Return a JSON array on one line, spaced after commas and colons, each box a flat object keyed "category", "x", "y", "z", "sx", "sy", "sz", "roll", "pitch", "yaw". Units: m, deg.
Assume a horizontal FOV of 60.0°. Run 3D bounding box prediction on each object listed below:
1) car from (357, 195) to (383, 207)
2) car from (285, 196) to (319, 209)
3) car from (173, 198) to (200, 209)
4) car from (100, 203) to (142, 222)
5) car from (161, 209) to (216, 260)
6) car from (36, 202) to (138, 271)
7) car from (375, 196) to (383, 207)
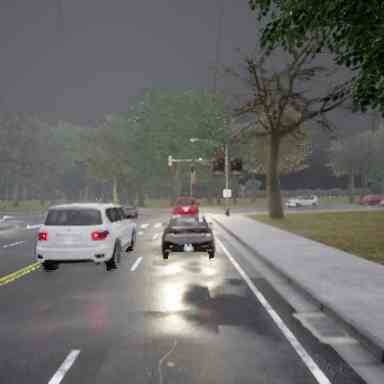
[{"category": "car", "x": 32.298, "y": 1.520, "z": 59.698, "sx": 5.566, "sy": 2.045, "sz": 2.150, "roll": 0, "pitch": -1, "yaw": -24}, {"category": "car", "x": 17.641, "y": 1.590, "z": 53.255, "sx": 5.566, "sy": 2.045, "sz": 2.150, "roll": 0, "pitch": -1, "yaw": -23}, {"category": "car", "x": -0.485, "y": 1.518, "z": 29.057, "sx": 2.150, "sy": 2.045, "sz": 5.566, "roll": -1, "pitch": 0, "yaw": 0}, {"category": "car", "x": -6.694, "y": 1.852, "z": 30.819, "sx": 2.128, "sy": 1.511, "sz": 4.902, "roll": 1, "pitch": -1, "yaw": -34}, {"category": "car", "x": -0.164, "y": 1.628, "z": 13.034, "sx": 2.128, "sy": 1.511, "sz": 4.902, "roll": 0, "pitch": -1, "yaw": -1}, {"category": "car", "x": -3.385, "y": 1.373, "z": 11.662, "sx": 2.150, "sy": 2.045, "sz": 5.566, "roll": 0, "pitch": 0, "yaw": -1}, {"category": "car", "x": 34.338, "y": 1.778, "z": 57.041, "sx": 4.674, "sy": 1.442, "sz": 1.812, "roll": 0, "pitch": -1, "yaw": -24}]
